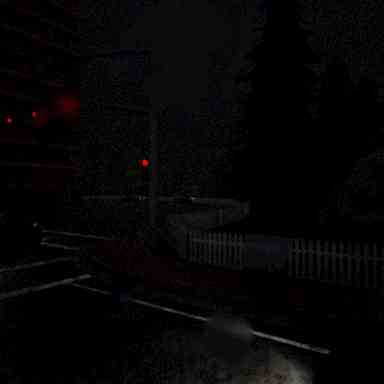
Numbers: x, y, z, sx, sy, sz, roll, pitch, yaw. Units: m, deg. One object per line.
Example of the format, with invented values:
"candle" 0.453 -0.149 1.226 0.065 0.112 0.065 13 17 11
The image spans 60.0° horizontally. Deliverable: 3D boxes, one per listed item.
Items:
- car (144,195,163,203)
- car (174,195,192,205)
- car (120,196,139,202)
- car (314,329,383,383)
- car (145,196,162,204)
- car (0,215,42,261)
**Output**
"car" -8.009 1.439 69.116 1.812 1.442 4.674 0 0 -38
"car" -1.619 1.278 56.969 2.097 1.767 4.553 0 0 -19
"car" -13.142 1.507 69.823 4.718 1.301 1.895 0 0 44
"car" 3.369 1.549 1.590 5.357 1.411 2.033 0 0 36
"car" -6.849 1.444 60.372 1.812 1.442 4.674 0 0 -27
"car" -6.899 1.520 11.970 2.033 1.411 5.357 0 0 -13
